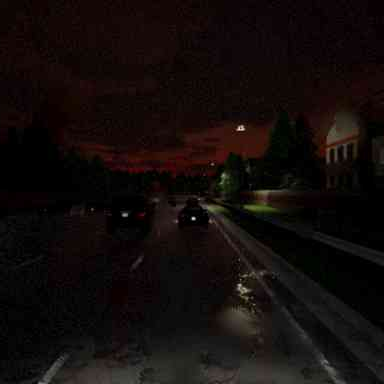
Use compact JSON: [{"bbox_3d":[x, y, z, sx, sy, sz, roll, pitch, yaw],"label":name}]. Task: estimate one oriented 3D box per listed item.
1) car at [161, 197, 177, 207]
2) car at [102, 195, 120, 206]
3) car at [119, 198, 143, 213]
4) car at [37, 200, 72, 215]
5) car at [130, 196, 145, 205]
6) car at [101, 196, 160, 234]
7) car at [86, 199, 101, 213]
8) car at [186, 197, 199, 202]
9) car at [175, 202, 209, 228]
[{"bbox_3d":[-3.411,1.578,52.846,1.837,1.490,4.892,0,0,0],"label":"car"},{"bbox_3d":[-13.908,1.429,57.447,2.097,1.767,4.553,0,0,0],"label":"car"},{"bbox_3d":[-6.908,1.530,38.281,1.882,1.535,5.008,0,0,0],"label":"car"},{"bbox_3d":[-13.908,1.523,33.900,1.882,1.535,5.008,0,0,0],"label":"car"},{"bbox_3d":[-10.413,1.577,63.581,2.128,1.511,4.902,0,0,0],"label":"car"},{"bbox_3d":[-3.402,1.249,19.579,2.150,2.045,5.566,0,0,0],"label":"car"},{"bbox_3d":[-10.409,1.554,37.236,1.837,1.490,4.892,0,0,0],"label":"car"},{"bbox_3d":[0.089,1.553,54.664,1.882,1.535,5.008,0,0,0],"label":"car"},{"bbox_3d":[0.094,1.595,22.421,1.994,1.385,4.181,0,0,0],"label":"car"}]
